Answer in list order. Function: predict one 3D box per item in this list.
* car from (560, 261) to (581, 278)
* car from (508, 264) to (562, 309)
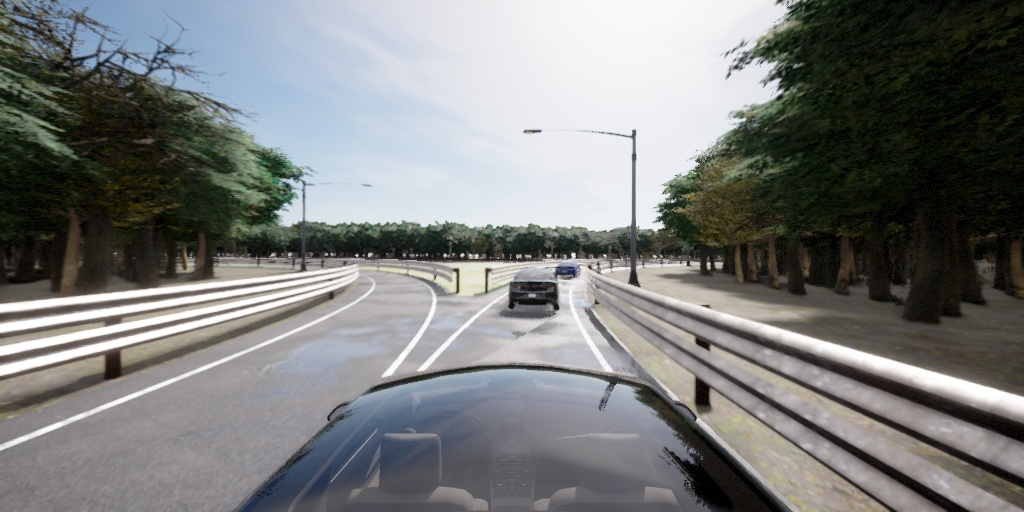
[{"bbox_3d":[5.530,1.246,34.839,1.882,1.535,5.008,0,0,18],"label":"car"},{"bbox_3d":[1.029,1.229,14.999,1.882,1.535,5.008,0,0,7],"label":"car"}]
